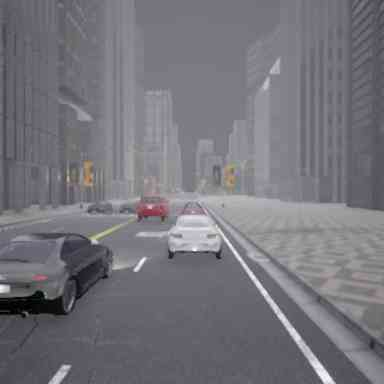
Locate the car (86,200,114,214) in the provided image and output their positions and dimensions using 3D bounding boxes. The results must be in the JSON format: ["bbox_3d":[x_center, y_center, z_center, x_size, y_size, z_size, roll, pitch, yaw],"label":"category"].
[{"bbox_3d":[-9.849,1.612,36.167,2.033,1.411,5.357,0,0,0],"label":"car"}]

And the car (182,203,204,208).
[{"bbox_3d":[0.091,1.623,29.236,1.994,1.385,4.181,0,0,0],"label":"car"}]

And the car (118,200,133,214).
[{"bbox_3d":[-6.599,1.612,36.198,2.033,1.411,5.357,0,0,0],"label":"car"}]

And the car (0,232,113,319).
[{"bbox_3d":[-3.175,1.584,7.542,1.994,1.385,4.181,0,0,0],"label":"car"}]

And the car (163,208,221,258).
[{"bbox_3d":[0.090,1.557,12.793,1.812,1.442,4.674,0,0,0],"label":"car"}]

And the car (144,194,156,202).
[{"bbox_3d":[-9.757,1.314,77.561,2.097,1.767,4.553,0,0,0],"label":"car"}]

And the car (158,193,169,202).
[{"bbox_3d":[-6.507,1.184,77.501,2.150,2.045,5.566,0,0,0],"label":"car"}]

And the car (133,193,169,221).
[{"bbox_3d":[-3.158,1.279,27.759,2.150,2.045,5.566,0,0,0],"label":"car"}]
